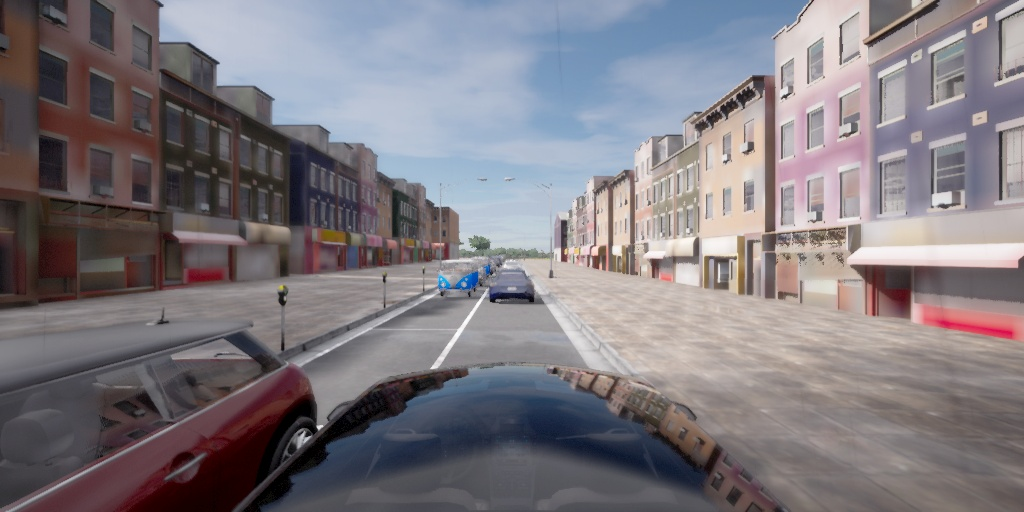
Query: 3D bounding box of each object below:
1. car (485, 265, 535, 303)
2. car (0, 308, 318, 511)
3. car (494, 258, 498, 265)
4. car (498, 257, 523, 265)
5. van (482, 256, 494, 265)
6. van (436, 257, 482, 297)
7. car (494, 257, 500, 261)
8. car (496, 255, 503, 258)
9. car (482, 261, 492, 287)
[{"bbox_3d":[0.000,1.281,16.497,1.994,1.385,4.181,0,0,0],"label":"car"},{"bbox_3d":[-2.638,1.189,1.402,1.967,1.591,4.097,0,0,0],"label":"car"},{"bbox_3d":[-2.637,1.098,34.685,1.948,1.339,4.313,0,0,0],"label":"car"},{"bbox_3d":[0.000,1.107,31.493,1.812,1.442,4.674,0,1,0],"label":"car"},{"bbox_3d":[-2.637,0.941,29.139,1.690,1.789,3.998,0,0,0],"label":"van"},{"bbox_3d":[-2.637,1.039,18.045,1.690,1.789,3.998,0,0,0],"label":"van"},{"bbox_3d":[-2.637,1.036,40.227,1.802,1.307,4.207,0,0,0],"label":"car"},{"bbox_3d":[-2.637,0.868,51.302,1.948,1.339,4.313,0,0,0],"label":"car"},{"bbox_3d":[-2.637,1.206,23.592,2.007,1.370,4.403,0,0,0],"label":"car"}]
